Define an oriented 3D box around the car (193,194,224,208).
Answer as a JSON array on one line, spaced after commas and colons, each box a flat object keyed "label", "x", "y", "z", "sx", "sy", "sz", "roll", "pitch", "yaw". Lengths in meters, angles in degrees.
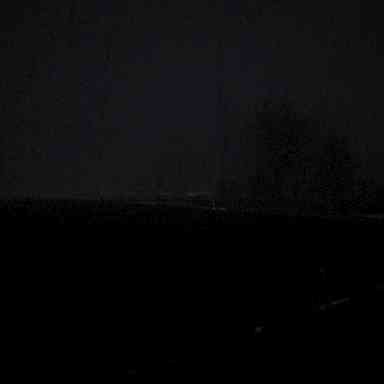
[{"label": "car", "x": 2.070, "y": 1.036, "z": 42.840, "sx": 2.097, "sy": 1.767, "sz": 4.553, "roll": -1, "pitch": 1, "yaw": -35}]
